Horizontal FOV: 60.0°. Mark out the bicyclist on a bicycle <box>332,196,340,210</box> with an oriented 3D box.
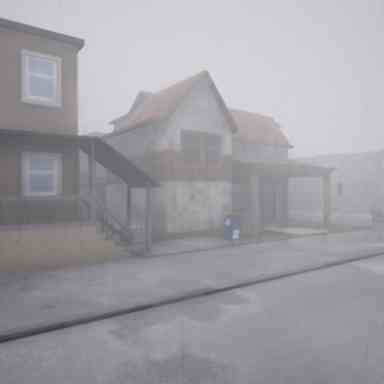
[{"bbox_3d":[16.542,1.284,38.150,1.656,1.620,0.582,0,0,-35],"label":"bicyclist on a bicycle"}]
